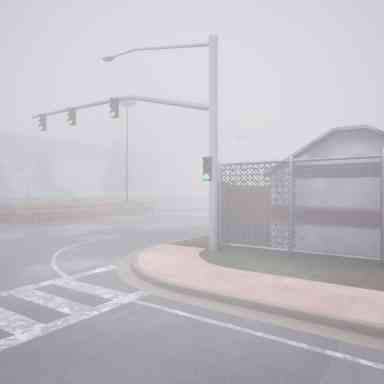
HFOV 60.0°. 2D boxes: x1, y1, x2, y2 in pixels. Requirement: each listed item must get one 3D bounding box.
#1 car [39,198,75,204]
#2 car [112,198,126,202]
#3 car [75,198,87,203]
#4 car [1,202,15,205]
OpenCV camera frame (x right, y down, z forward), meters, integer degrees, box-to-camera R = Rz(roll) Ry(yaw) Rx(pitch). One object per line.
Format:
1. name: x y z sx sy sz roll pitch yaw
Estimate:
1. car: -14.964 1.564 34.864 1.994 1.385 4.181 0 0 34
2. car: -9.109 1.547 43.624 2.033 1.411 5.357 0 0 33
3. car: -15.149 1.503 40.883 1.837 1.490 4.892 0 0 34
4. car: -20.391 1.547 33.044 2.033 1.411 5.357 0 0 34
